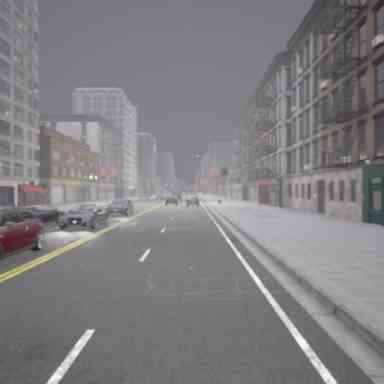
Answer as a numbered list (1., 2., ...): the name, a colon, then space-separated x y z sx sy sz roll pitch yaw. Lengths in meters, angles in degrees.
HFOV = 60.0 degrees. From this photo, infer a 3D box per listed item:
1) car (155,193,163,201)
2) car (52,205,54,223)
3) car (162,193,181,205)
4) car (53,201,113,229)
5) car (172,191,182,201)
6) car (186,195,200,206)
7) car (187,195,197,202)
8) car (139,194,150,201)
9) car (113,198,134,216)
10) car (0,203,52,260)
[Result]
1. car: -6.488 1.053 68.624 1.837 1.490 4.892 0 0 0
2. car: -9.746 1.496 21.005 1.895 1.301 4.718 0 0 0
3. car: -3.144 1.233 52.501 1.837 1.490 4.892 0 0 0
4. car: -6.496 1.462 20.411 1.994 1.385 4.181 0 0 0
5. car: -3.238 0.871 68.781 2.150 2.045 5.566 0 0 0
6. car: 0.110 1.239 48.973 2.128 1.511 4.902 0 0 0
7. car: 0.012 1.242 68.718 1.895 1.301 4.718 0 0 0
8. car: -9.738 1.093 68.625 2.033 1.411 5.357 0 0 0
9. car: -6.495 1.350 30.493 1.837 1.490 4.892 0 0 0
10. car: -6.555 1.300 10.617 2.097 1.767 4.553 0 0 0
